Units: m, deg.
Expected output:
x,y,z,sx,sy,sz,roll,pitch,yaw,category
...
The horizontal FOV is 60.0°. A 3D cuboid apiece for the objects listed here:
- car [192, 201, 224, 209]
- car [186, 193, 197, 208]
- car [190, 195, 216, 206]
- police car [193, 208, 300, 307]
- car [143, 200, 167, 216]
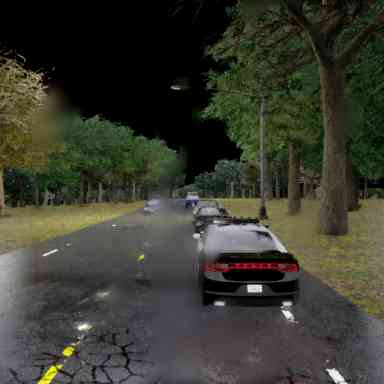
x,y,z,sx,sy,sz,roll,pitch,yaw,category
1.080,1.465,18.091,1.882,1.535,5.008,0,0,0,car
0.119,1.359,46.876,1.882,1.535,5.008,0,0,1,car
1.089,1.324,24.063,2.097,1.767,4.553,0,0,0,car
1.064,1.425,8.199,1.930,1.638,5.238,0,0,0,police car
-3.446,1.475,31.748,1.812,1.442,4.674,0,0,0,car
